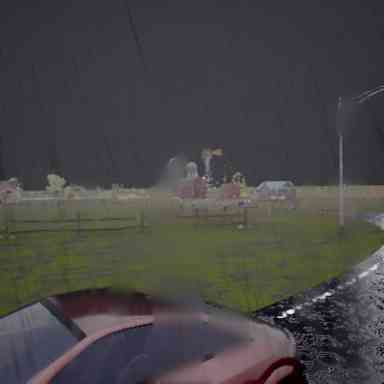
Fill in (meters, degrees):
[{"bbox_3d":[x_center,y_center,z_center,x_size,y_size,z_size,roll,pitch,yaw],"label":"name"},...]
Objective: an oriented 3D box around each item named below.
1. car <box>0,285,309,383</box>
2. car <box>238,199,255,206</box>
[{"bbox_3d":[-0.935,1.588,2.630,4.181,1.385,1.994,0,0,-38],"label":"car"},{"bbox_3d":[11.698,2.275,71.418,1.882,1.535,5.008,-1,0,-20],"label":"car"}]
